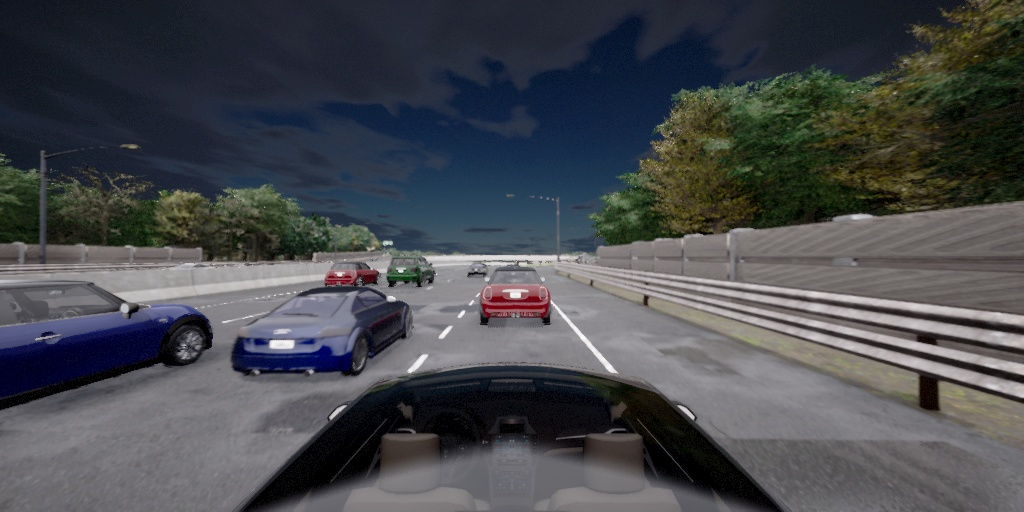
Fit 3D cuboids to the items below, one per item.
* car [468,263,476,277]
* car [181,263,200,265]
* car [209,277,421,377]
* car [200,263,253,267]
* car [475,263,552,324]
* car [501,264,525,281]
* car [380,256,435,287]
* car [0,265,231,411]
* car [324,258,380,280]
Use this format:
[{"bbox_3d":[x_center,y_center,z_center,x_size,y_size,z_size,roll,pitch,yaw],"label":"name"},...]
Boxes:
[{"bbox_3d":[-3.501,1.397,37.444,2.033,1.411,5.357,0,0,0],"label":"car"},{"bbox_3d":[-28.032,1.356,31.257,1.812,1.442,4.674,0,0,1],"label":"car"},{"bbox_3d":[-3.500,1.324,7.463,1.994,1.385,4.181,0,0,0],"label":"car"},{"bbox_3d":[-24.525,1.434,31.853,1.895,1.301,4.718,0,0,1],"label":"car"},{"bbox_3d":[0.099,1.127,12.200,2.097,1.767,4.553,0,0,0],"label":"car"},{"bbox_3d":[0.099,1.397,31.680,1.994,1.385,4.181,0,0,0],"label":"car"},{"bbox_3d":[-6.901,1.034,24.947,2.150,2.045,5.566,0,0,0],"label":"car"},{"bbox_3d":[-6.900,1.107,5.121,2.097,1.767,4.553,0,0,0],"label":"car"},{"bbox_3d":[-10.401,1.161,23.771,2.097,1.767,4.553,0,0,0],"label":"car"}]
